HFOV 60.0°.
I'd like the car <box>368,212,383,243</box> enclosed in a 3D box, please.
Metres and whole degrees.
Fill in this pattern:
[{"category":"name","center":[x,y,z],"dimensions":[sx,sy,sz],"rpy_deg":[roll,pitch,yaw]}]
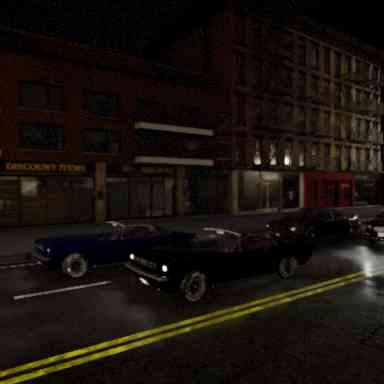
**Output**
[{"category":"car","center":[9.328,1.366,14.225],"dimensions":[4.902,1.511,2.128],"rpy_deg":[0,1,-35]}]

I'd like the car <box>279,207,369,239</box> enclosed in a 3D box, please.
[{"category":"car","center":[5.865,1.421,15.764],"dimensions":[5.357,1.411,2.033],"rpy_deg":[0,1,-35]}]

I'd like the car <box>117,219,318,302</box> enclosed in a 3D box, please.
[{"category":"car","center":[0.808,1.541,8.228],"dimensions":[4.718,1.301,1.895],"rpy_deg":[0,0,-35]}]

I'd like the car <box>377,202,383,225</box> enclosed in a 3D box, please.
[{"category":"car","center":[14.490,1.349,21.796],"dimensions":[5.357,1.411,2.033],"rpy_deg":[0,1,-35]}]

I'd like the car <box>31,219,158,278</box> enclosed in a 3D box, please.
[{"category":"car","center":[-2.215,1.535,10.074],"dimensions":[4.718,1.301,1.895],"rpy_deg":[0,0,-35]}]
